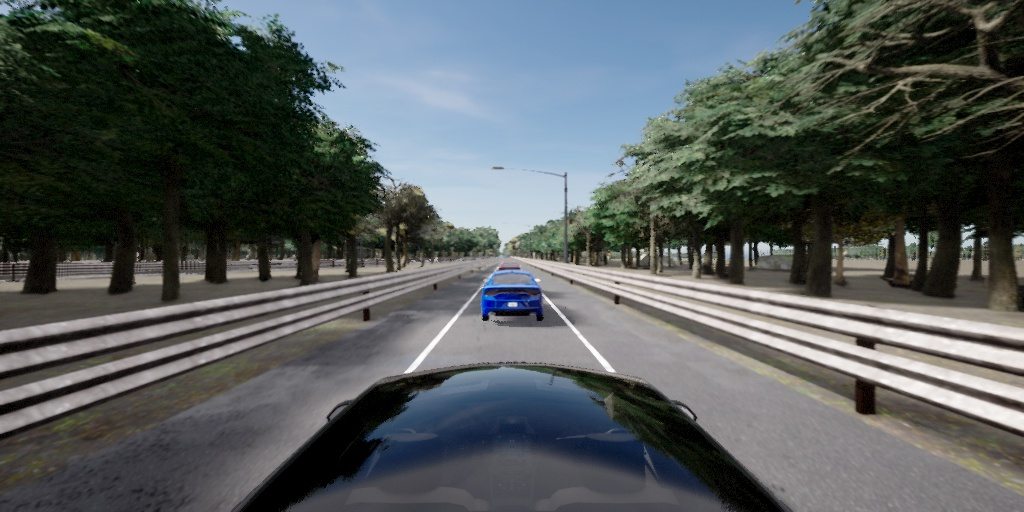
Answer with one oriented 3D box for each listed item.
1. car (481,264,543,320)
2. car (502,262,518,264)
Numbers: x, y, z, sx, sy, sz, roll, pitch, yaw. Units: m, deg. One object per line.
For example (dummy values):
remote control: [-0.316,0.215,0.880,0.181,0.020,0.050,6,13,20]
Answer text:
car: [0.000,1.230,12.662,1.882,1.535,5.008,0,0,0]
car: [-0.167,1.223,31.088,1.882,1.535,5.008,0,0,-1]
